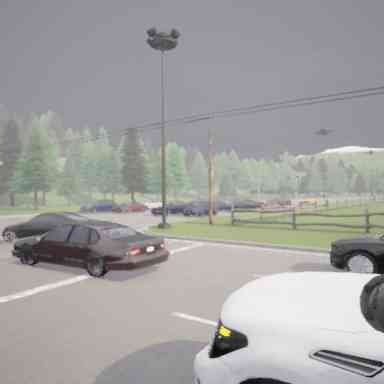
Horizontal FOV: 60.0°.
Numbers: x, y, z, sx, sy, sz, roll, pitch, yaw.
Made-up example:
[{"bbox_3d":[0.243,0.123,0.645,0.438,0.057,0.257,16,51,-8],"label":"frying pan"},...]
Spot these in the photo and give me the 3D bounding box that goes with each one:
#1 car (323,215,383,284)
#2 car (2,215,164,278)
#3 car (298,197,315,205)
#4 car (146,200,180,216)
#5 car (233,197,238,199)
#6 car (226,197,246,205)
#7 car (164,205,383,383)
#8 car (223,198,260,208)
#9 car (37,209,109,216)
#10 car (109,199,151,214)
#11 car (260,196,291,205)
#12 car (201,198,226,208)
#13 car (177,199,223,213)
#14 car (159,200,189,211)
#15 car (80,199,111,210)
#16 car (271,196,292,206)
[{"bbox_3d":[6.106,1.475,8.238,5.008,1.535,1.882,-1,0,35],"label":"car"},{"bbox_3d":[-3.297,1.627,10.343,5.357,1.411,2.033,-1,0,31],"label":"car"},{"bbox_3d":[20.905,1.646,60.581,1.882,1.535,5.008,-1,-1,37],"label":"car"},{"bbox_3d":[-2.254,1.805,34.890,1.895,1.301,4.718,-1,0,33],"label":"car"},{"bbox_3d":[9.633,1.743,62.936,1.882,1.535,5.008,-1,0,36],"label":"car"},{"bbox_3d":[9.063,1.790,68.069,2.128,1.511,4.902,-1,0,36],"label":"car"},{"bbox_3d":[2.679,1.212,2.077,5.566,2.045,2.150,-1,0,35],"label":"car"},{"bbox_3d":[6.025,1.772,40.325,1.895,1.301,4.718,-1,0,36],"label":"car"},{"bbox_3d":[-6.537,1.657,15.557,4.674,1.442,1.812,0,-1,17],"label":"car"},{"bbox_3d":[-7.352,1.832,39.790,1.994,1.385,4.181,-1,0,36],"label":"car"},{"bbox_3d":[12.180,1.662,48.746,2.128,1.511,4.902,-1,0,36],"label":"car"},{"bbox_3d":[3.551,1.793,54.718,1.812,1.442,4.674,-1,0,37],"label":"car"},{"bbox_3d":[0.870,1.735,33.242,1.994,1.385,4.181,-1,0,36],"label":"car"},{"bbox_3d":[-2.408,1.832,46.582,1.994,1.385,4.181,-1,0,36],"label":"car"},{"bbox_3d":[-11.280,1.652,40.295,2.097,1.767,4.553,-1,0,35],"label":"car"},{"bbox_3d":[16.235,1.553,60.151,2.097,1.767,4.553,-1,0,37],"label":"car"}]
